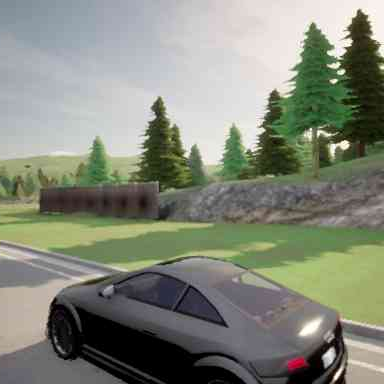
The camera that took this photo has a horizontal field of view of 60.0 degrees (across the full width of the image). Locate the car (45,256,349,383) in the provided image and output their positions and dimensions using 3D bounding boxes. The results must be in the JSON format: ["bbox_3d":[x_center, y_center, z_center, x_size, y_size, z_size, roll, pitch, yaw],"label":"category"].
[{"bbox_3d":[-0.199,1.610,4.538,4.181,1.385,1.994,-1,-1,39],"label":"car"}]
